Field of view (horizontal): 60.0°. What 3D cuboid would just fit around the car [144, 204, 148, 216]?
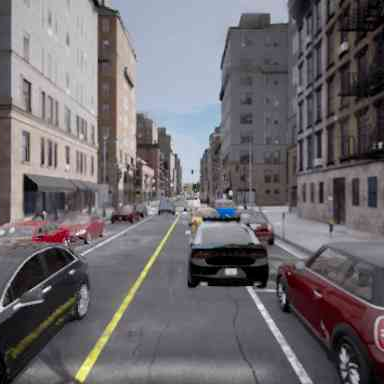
[{"bbox_3d":[-5.372,1.810,32.687,1.947,1.339,4.313,0,0,0],"label":"car"}]

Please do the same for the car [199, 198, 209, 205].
[{"bbox_3d":[2.738,2.103,75.459,2.008,1.369,4.403,0,0,0],"label":"car"}]

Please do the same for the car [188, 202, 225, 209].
[{"bbox_3d":[0.834,1.604,19.690,1.801,1.575,5.366,0,0,0],"label":"car"}]

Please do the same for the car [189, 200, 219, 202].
[{"bbox_3d":[0.837,1.648,25.690,1.801,1.575,5.366,0,0,0],"label":"car"}]

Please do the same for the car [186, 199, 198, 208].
[{"bbox_3d":[0.030,1.977,58.349,2.033,1.411,5.357,0,0,0],"label":"car"}]

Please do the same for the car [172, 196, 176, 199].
[{"bbox_3d":[-5.367,2.119,75.462,1.947,1.339,4.313,0,0,0],"label":"car"}]

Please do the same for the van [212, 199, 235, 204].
[{"bbox_3d":[2.650,1.545,27.173,1.690,1.788,3.998,0,0,0],"label":"van"}]

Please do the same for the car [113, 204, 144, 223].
[{"bbox_3d":[-5.375,1.749,27.176,1.887,1.381,4.507,0,0,0],"label":"car"}]

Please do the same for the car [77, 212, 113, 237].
[{"bbox_3d":[-5.381,1.704,16.154,1.802,1.307,4.206,0,0,0],"label":"car"}]

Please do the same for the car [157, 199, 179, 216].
[{"bbox_3d":[-2.733,1.823,37.011,2.033,1.411,5.357,0,0,0],"label":"car"}]

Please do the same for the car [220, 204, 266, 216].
[{"bbox_3d":[2.644,1.562,16.151,1.967,1.590,4.097,0,0,0],"label":"car"}]

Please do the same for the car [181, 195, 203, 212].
[{"bbox_3d":[0.026,1.549,44.985,2.150,2.045,5.566,0,0,0],"label":"car"}]

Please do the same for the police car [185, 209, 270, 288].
[{"bbox_3d":[0.829,1.499,9.610,1.930,1.638,5.238,0,0,0],"label":"police car"}]

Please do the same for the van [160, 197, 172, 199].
[{"bbox_3d":[-5.375,1.816,64.651,1.690,1.788,3.998,0,0,0],"label":"van"}]

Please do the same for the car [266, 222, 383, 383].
[{"bbox_3d":[2.638,1.480,5.129,1.967,1.590,4.097,0,0,0],"label":"car"}]

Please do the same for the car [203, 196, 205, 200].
[{"bbox_3d":[2.740,1.829,70.055,2.192,1.841,5.009,0,0,0],"label":"car"}]

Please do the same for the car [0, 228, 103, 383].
[{"bbox_3d":[-2.847,1.540,4.589,1.837,1.490,4.892,0,0,0],"label":"car"}]

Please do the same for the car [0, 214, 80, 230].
[{"bbox_3d":[-5.384,1.626,10.643,1.887,1.381,4.507,0,0,0],"label":"car"}]

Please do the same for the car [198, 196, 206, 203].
[{"bbox_3d":[2.731,1.983,91.680,2.192,1.841,5.009,0,0,0],"label":"car"}]

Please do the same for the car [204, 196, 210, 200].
[{"bbox_3d":[2.653,1.559,32.685,2.192,1.841,5.009,0,0,0],"label":"car"}]

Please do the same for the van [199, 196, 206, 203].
[{"bbox_3d":[2.734,1.971,86.273,1.690,1.788,3.998,0,0,0],"label":"van"}]
